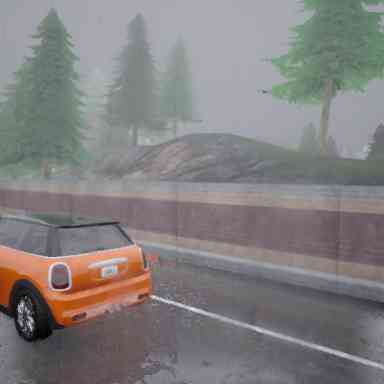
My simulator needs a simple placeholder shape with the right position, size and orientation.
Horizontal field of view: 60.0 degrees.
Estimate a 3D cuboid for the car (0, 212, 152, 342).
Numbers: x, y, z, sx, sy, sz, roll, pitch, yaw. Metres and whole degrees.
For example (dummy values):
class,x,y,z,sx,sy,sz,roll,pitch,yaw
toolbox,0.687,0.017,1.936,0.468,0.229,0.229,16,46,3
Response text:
class,x,y,z,sx,sy,sz,roll,pitch,yaw
car,-2.934,1.167,6.440,4.553,1.767,2.097,2,1,38
